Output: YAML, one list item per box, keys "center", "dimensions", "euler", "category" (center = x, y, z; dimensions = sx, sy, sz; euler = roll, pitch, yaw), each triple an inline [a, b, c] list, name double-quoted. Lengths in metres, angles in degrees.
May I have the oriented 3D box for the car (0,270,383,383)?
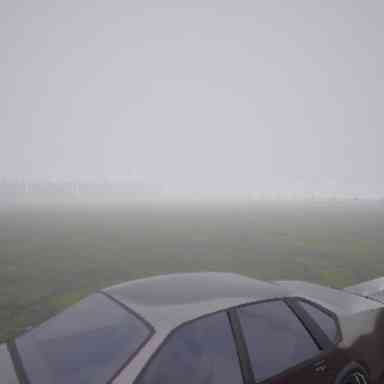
- center: [-0.154, 1.548, 2.958]
  dimensions: [5.357, 1.411, 2.033]
  euler: [0, 0, -35]
  category: "car"
